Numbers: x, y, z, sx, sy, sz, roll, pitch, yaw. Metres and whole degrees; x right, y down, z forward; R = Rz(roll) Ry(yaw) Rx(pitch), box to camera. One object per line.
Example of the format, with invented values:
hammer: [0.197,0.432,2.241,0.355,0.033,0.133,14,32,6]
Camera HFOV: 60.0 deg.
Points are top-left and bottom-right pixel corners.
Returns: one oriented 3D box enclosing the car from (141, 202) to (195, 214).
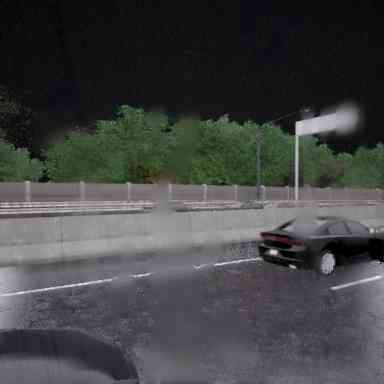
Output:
car: [-1.938,1.527,27.319,4.674,1.442,1.812,0,0,-32]

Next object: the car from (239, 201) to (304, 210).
car: [6.102,1.495,24.117,5.008,1.535,1.882,0,0,-32]

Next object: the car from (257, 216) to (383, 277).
car: [4.287,1.477,10.315,5.008,1.535,1.882,0,0,-32]

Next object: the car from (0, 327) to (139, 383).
car: [-2.554,1.525,1.852,4.674,1.442,1.812,0,0,-32]

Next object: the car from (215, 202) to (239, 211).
car: [4.091,1.493,26.988,5.008,1.535,1.882,0,0,-32]
